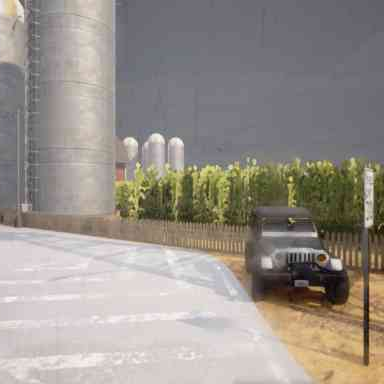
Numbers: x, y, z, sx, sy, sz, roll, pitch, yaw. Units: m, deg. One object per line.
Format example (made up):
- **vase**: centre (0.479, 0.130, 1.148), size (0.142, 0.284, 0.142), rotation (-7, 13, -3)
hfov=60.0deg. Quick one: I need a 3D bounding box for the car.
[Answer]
- **car**: centre (2.343, 1.358, 8.272), size (1.905, 1.878, 3.866), rotation (0, 0, 6)
